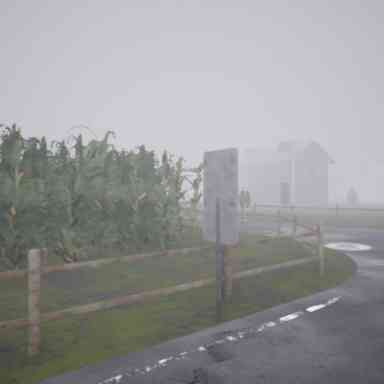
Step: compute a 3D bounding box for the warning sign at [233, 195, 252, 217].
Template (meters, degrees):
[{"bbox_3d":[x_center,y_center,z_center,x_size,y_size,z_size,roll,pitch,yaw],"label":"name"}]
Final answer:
[{"bbox_3d":[4.440,1.174,29.238,1.300,1.860,1.060,0,0,-36],"label":"warning sign"}]
